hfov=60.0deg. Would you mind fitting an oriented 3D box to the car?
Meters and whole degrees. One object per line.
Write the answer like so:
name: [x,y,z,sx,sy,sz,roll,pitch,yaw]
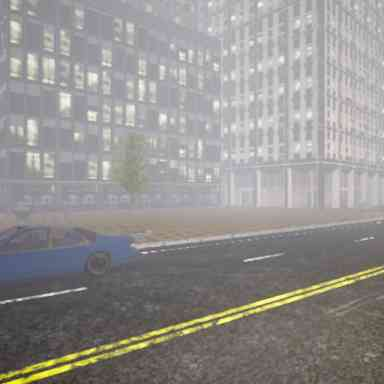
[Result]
car: [-4.086,1.558,8.791,5.357,1.411,2.033,0,0,-36]
